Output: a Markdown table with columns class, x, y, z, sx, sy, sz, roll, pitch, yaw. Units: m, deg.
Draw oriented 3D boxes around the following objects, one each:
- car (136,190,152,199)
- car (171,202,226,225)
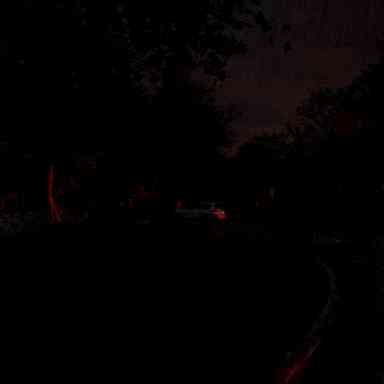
| class | x | y | z | sx | sy | sz | roll | pitch | yaw |
| --- | --- | --- | --- | --- | --- | --- | --- | --- | --- |
| car | -12.989 | 0.955 | 87.858 | 2.033 | 1.411 | 5.357 | 0 | 3 | 16 |
| car | 0.596 | 1.986 | 32.011 | 5.566 | 2.045 | 2.150 | -1 | -2 | 33 |
